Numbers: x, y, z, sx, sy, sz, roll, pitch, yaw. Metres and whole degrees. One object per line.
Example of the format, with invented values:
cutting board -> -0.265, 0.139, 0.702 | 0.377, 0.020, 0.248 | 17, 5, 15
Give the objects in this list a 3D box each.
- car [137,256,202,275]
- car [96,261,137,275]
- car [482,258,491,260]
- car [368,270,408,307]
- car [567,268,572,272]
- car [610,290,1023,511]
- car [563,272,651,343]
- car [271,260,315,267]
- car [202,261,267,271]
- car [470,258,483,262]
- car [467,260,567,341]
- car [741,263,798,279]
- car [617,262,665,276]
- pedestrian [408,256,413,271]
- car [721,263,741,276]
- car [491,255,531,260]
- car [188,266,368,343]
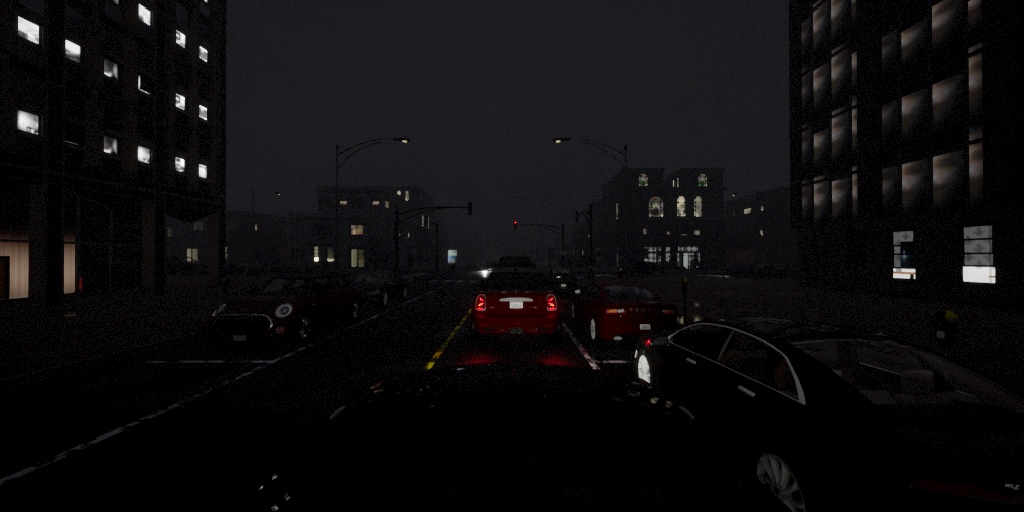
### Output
car -> -30.971, 0.918, 33.324 | 5.009, 1.841, 2.192 | 0, 0, 1
car -> -36.507, 1.131, 33.406 | 4.403, 1.370, 2.007 | 0, 0, 1
car -> -3.103, 1.357, 52.111 | 1.895, 1.301, 4.718 | 0, 0, -1
car -> -5.698, 1.302, 15.176 | 2.007, 1.370, 4.403 | 0, 0, 0
car -> 2.679, 1.302, 20.855 | 2.007, 1.370, 4.403 | 0, 0, 0
car -> 2.689, 1.301, 3.779 | 2.007, 1.370, 4.403 | 0, 0, 0
car -> 2.686, 1.296, 9.471 | 1.888, 1.381, 4.507 | 0, 0, 0
car -> -25.478, 1.198, 41.624 | 4.829, 1.417, 1.751 | 0, 0, 1
car -> -25.434, 1.177, 33.242 | 4.403, 1.370, 2.007 | 0, 0, 1
car -> -5.721, 1.338, 53.254 | 1.802, 1.307, 4.207 | 0, 0, 0
car -> 0.094, 1.103, 10.016 | 2.097, 1.767, 4.553 | 0, 0, 0
car -> 23.624, 1.433, 32.481 | 4.207, 1.307, 1.802 | 0, 0, 1
car -> 13.764, 1.339, 38.449 | 4.892, 1.490, 1.837 | 0, 0, 1
pedestrian -> -12.577, 0.885, 44.383 | 0.375, 1.860, 0.375 | 0, -1, 1
car -> 24.800, 1.450, 38.293 | 4.181, 1.385, 1.994 | 0, 0, 1
car -> 0.109, 0.973, 20.169 | 2.150, 2.045, 5.566 | 0, 0, -1
car -> -5.695, 1.190, 9.483 | 1.967, 1.591, 4.097 | 0, 0, 0
